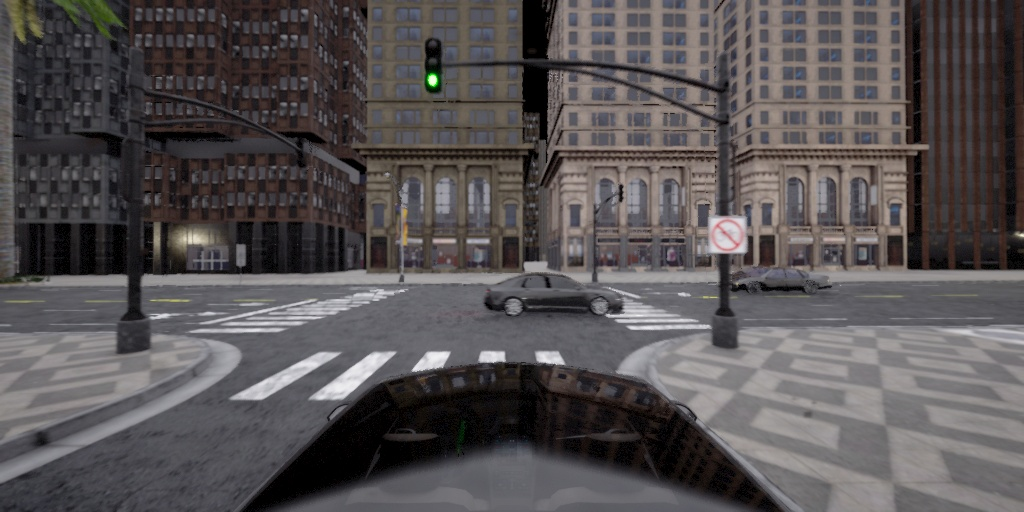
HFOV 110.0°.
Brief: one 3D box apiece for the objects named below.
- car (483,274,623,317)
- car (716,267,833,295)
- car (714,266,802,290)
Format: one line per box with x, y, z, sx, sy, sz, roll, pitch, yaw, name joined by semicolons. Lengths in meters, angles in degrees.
1.426;1.384;12.794;4.892;1.490;1.837;0;0;-1;car
14.203;1.329;19.520;5.357;1.411;2.033;0;0;-1;car
15.523;1.365;22.780;4.181;1.385;1.994;0;0;-1;car
